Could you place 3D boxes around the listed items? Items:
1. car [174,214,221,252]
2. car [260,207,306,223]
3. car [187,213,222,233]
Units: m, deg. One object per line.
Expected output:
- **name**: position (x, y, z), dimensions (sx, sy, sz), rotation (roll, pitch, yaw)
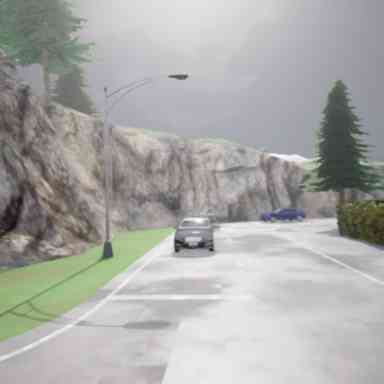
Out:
- **car**: position (0.222, 2.031, 16.693), dimensions (2.128, 1.511, 4.902), rotation (-2, -2, 4)
- **car**: position (9.594, 2.381, 35.238), dimensions (5.008, 1.535, 1.882), rotation (-1, -2, -14)
- **car**: position (1.082, 2.436, 26.638), dimensions (1.895, 1.301, 4.718), rotation (-2, -2, 13)
